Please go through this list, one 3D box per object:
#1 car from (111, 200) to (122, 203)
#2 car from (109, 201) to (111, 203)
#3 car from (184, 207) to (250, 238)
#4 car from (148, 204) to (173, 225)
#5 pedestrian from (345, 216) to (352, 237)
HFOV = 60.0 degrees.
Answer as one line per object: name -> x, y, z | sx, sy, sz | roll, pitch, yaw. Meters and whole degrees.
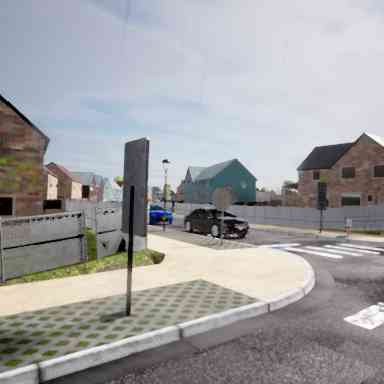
car -> -6.945, 1.795, 35.659 | 2.097, 1.767, 4.553 | 3, -2, -22
car -> -10.502, 1.942, 45.152 | 2.097, 1.767, 4.553 | 2, -2, -18
car -> 1.245, 1.635, 18.635 | 1.837, 1.490, 4.892 | 3, -2, -29
car -> -3.140, 1.765, 27.048 | 1.882, 1.535, 5.008 | 3, -2, -25
pedestrian -> 8.350, 1.825, 17.726 | 0.500, 1.100, 0.500 | 2, -1, -31
